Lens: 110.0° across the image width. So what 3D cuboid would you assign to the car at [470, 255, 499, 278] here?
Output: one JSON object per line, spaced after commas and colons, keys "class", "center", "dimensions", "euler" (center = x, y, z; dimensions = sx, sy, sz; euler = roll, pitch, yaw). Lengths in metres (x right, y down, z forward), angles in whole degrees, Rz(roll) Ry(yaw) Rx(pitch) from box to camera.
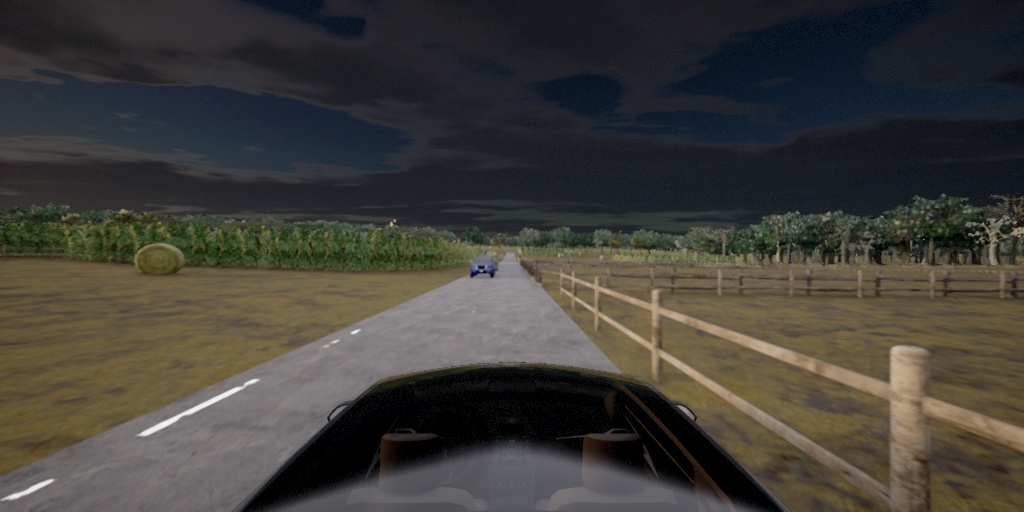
{"class": "car", "center": [-2.739, 0.964, 34.723], "dimensions": [2.150, 2.045, 5.566], "euler": [0, 0, 0]}
